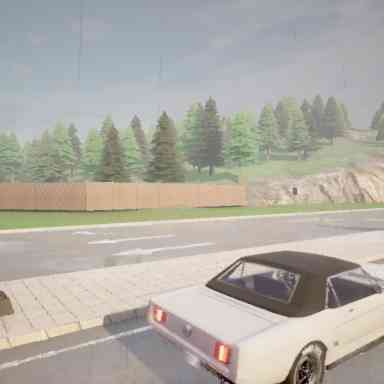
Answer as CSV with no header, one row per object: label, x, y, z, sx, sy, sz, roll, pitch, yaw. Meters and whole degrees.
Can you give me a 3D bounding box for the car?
car,1.813,1.601,5.041,4.718,1.301,1.895,0,0,-35
